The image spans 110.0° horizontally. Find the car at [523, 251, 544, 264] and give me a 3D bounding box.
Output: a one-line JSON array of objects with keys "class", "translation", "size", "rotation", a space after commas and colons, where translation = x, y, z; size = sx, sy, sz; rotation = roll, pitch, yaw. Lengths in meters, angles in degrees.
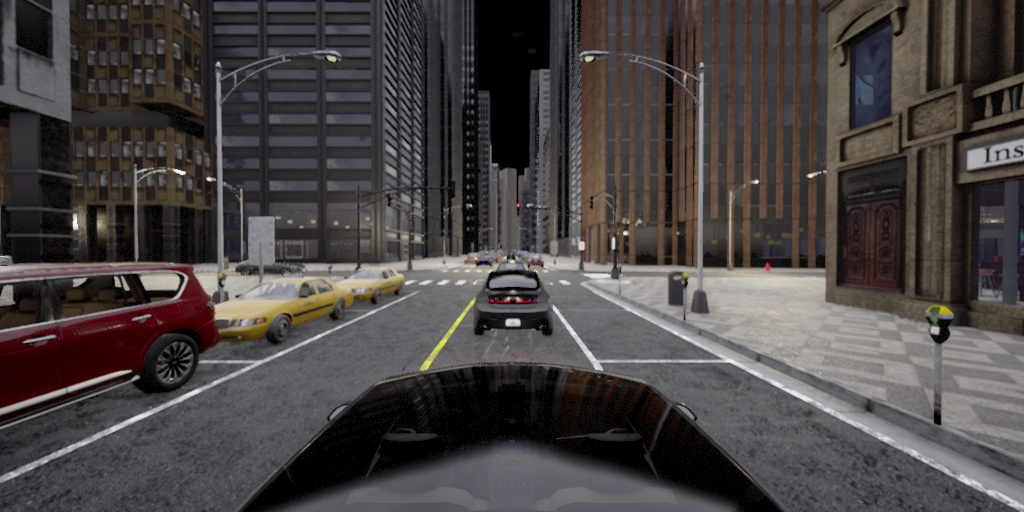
[{"class": "car", "translation": [2.662, 0.498, 41.817], "size": [1.967, 1.591, 4.097], "rotation": [0, 0, 0]}]

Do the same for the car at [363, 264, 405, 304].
[{"class": "car", "translation": [-5.794, 1.045, 14.835], "size": [1.751, 1.417, 4.829], "rotation": [0, 0, 0]}]

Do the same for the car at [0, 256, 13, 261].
[{"class": "car", "translation": [-36.610, 0.736, 26.478], "size": [4.674, 1.442, 1.812], "rotation": [0, 1, 0]}]

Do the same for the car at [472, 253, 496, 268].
[{"class": "car", "translation": [-3.192, 0.650, 42.319], "size": [1.895, 1.301, 4.718], "rotation": [0, 1, 0]}]

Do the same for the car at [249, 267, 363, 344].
[{"class": "car", "translation": [-5.780, 1.142, 9.234], "size": [1.751, 1.417, 4.829], "rotation": [0, 0, 0]}]

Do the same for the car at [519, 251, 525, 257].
[{"class": "car", "translation": [2.620, 0.322, 58.641], "size": [2.007, 1.370, 4.403], "rotation": [0, 0, 0]}]

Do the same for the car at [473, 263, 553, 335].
[{"class": "car", "translation": [0.036, 1.112, 9.916], "size": [1.837, 1.490, 4.892], "rotation": [0, 1, 0]}]

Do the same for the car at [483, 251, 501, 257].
[{"class": "car", "translation": [-3.208, 0.166, 56.080], "size": [2.097, 1.767, 4.553], "rotation": [0, 1, 0]}]

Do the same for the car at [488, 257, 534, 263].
[{"class": "car", "translation": [-0.046, 0.976, 20.244], "size": [2.033, 1.411, 5.357], "rotation": [0, 1, 0]}]

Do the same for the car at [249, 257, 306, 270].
[{"class": "car", "translation": [-17.844, 0.790, 26.640], "size": [4.674, 1.442, 1.812], "rotation": [1, 1, -2]}]

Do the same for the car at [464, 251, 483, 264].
[{"class": "car", "translation": [-5.891, 0.307, 52.993], "size": [1.967, 1.591, 4.097], "rotation": [0, 0, 0]}]

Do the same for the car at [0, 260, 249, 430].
[{"class": "car", "translation": [-5.766, 1.029, 3.804], "size": [2.192, 1.841, 5.009], "rotation": [0, 0, 0]}]
